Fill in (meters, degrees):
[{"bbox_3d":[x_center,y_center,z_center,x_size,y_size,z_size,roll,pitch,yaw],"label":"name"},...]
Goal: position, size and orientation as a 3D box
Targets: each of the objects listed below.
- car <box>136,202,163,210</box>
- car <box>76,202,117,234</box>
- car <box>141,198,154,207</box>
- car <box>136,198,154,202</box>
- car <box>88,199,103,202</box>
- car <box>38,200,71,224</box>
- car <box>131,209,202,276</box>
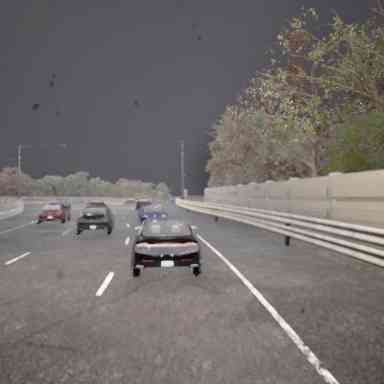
[{"bbox_3d":[-2.988,1.649,24.293,1.895,1.301,4.718,0,0,-13],"label":"car"},{"bbox_3d":[-5.541,1.548,19.458,1.837,1.490,4.892,0,0,-11],"label":"car"},{"bbox_3d":[-7.325,1.711,55.265,1.895,1.301,4.718,0,0,-3],"label":"car"},{"bbox_3d":[-6.301,1.566,43.755,1.882,1.535,5.008,0,0,-7],"label":"car"},{"bbox_3d":[-11.825,1.568,40.602,1.882,1.535,5.008,0,0,-22],"label":"car"},{"bbox_3d":[-10.398,1.586,25.302,1.812,1.442,4.674,0,0,-14],"label":"car"},{"bbox_3d":[-0.819,1.513,10.431,2.128,1.511,4.902,0,0,-5],"label":"car"}]
